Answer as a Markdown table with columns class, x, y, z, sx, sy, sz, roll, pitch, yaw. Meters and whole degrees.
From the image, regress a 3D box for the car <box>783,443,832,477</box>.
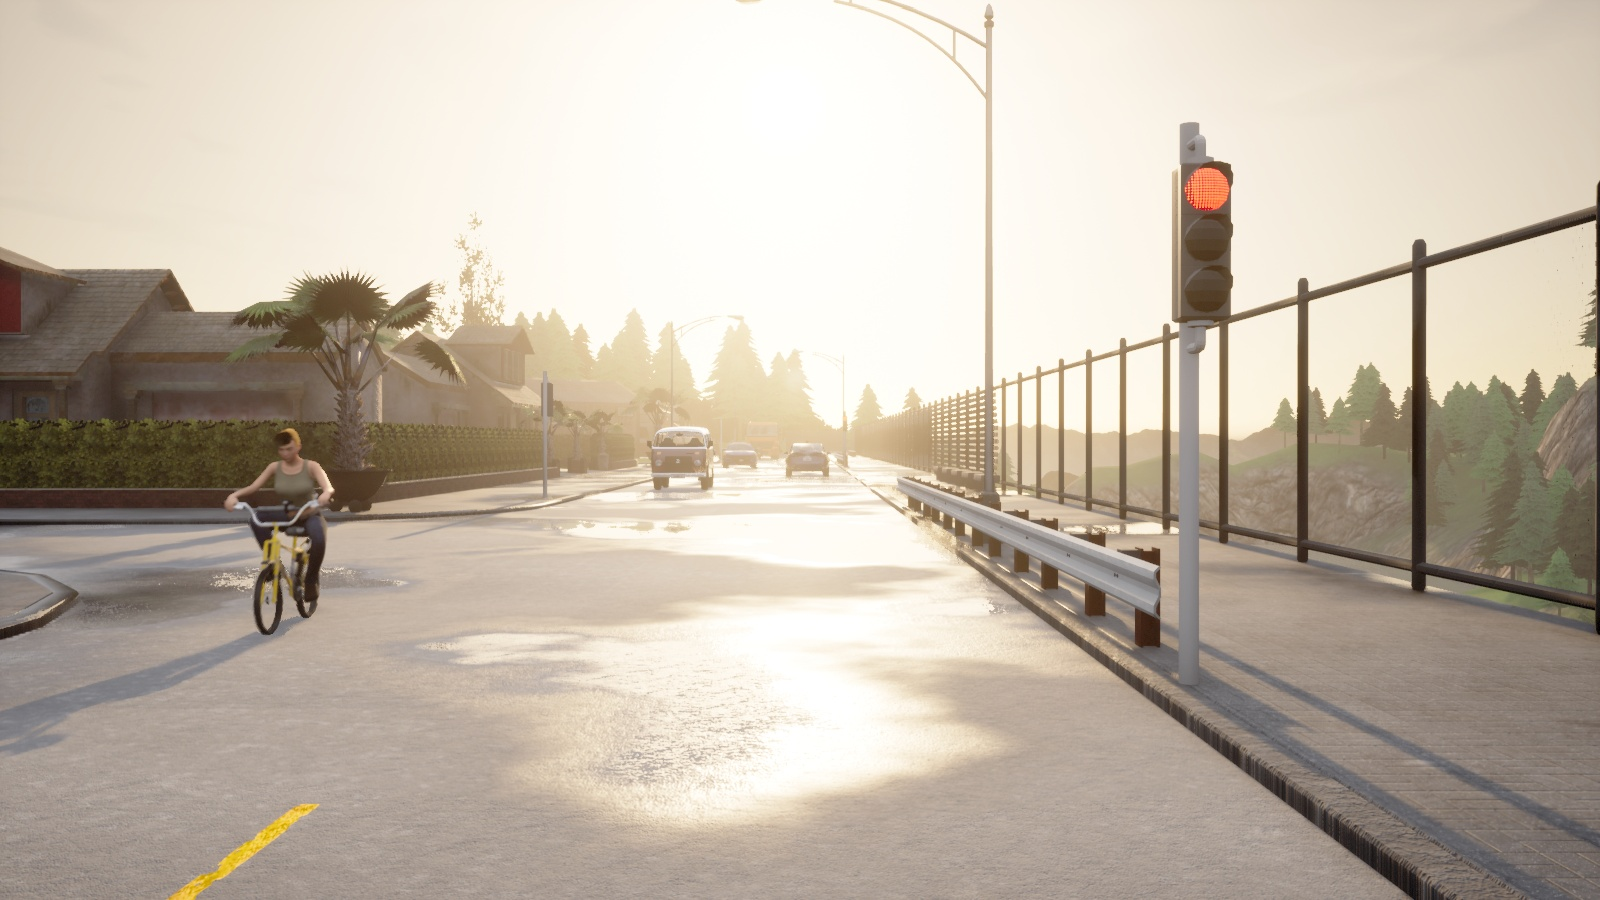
| class | x | y | z | sx | sy | sz | roll | pitch | yaw |
| --- | --- | --- | --- | --- | --- | --- | --- | --- | --- |
| car | 0.337 | 0.424 | 57.103 | 2.163 | 1.488 | 4.792 | 0 | 0 | 0 |

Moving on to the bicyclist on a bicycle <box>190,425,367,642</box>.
| class | x | y | z | sx | sy | sz | roll | pitch | yaw |
| --- | --- | --- | --- | --- | --- | --- | --- | --- | --- |
| bicyclist on a bicycle | -4.168 | 0.622 | 10.174 | 0.866 | 1.612 | 1.509 | -1 | 0 | -4 |

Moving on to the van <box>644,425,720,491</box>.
| class | x | y | z | sx | sy | sz | roll | pitch | yaw |
| --- | --- | --- | --- | --- | --- | --- | --- | --- | --- |
| van | -3.779 | 0.236 | 40.949 | 2.069 | 2.038 | 4.480 | 0 | 0 | 0 |

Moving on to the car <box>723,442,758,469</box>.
| class | x | y | z | sx | sy | sz | roll | pitch | yaw |
| --- | --- | --- | --- | --- | --- | --- | --- | --- | --- |
| car | -3.523 | 0.306 | 73.493 | 1.882 | 1.535 | 5.008 | 0 | 0 | -4 |
